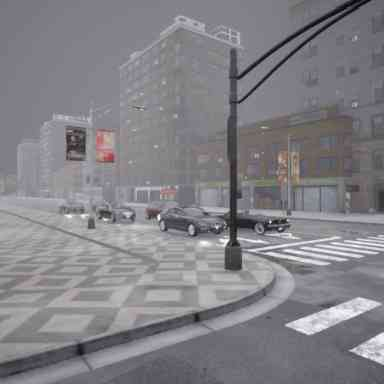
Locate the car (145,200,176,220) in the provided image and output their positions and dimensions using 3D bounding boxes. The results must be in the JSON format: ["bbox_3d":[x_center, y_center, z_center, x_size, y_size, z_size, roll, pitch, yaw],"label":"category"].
[{"bbox_3d":[-1.947,1.435,26.726,2.097,1.767,4.553,0,0,-36],"label":"car"}]

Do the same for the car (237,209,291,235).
[{"bbox_3d":[3.381,1.648,19.403,1.895,1.301,4.718,0,0,-36],"label":"car"}]

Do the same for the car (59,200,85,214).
[{"bbox_3d":[-13.431,1.636,37.003,1.837,1.490,4.892,0,0,-36],"label":"car"}]

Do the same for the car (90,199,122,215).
[{"bbox_3d":[-9.714,1.628,37.414,1.837,1.490,4.892,0,1,-36],"label":"car"}]

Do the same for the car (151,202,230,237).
[{"bbox_3d":[-0.163,1.558,18.741,1.837,1.490,4.892,0,0,-36],"label":"car"}]

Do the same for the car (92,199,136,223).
[{"bbox_3d":[-6.267,1.585,27.130,2.128,1.511,4.902,0,0,-36],"label":"car"}]
